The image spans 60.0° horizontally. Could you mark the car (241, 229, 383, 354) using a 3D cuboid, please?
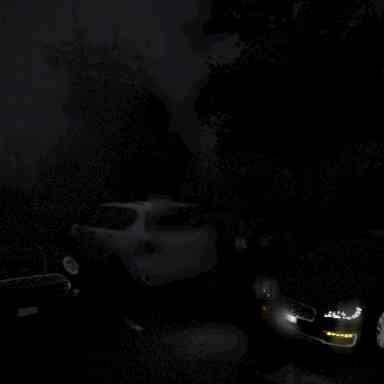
[{"bbox_3d":[3.381,1.539,6.288,4.892,1.490,1.837,-1,2,-37],"label":"car"}]

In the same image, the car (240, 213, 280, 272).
[{"bbox_3d":[0.694,1.395,10.519,2.185,1.767,4.553,0,0,-36],"label":"car"}]

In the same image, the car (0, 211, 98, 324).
[{"bbox_3d":[-3.978,1.360,7.261,2.185,1.767,4.553,0,0,-36],"label":"car"}]

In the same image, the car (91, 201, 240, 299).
[{"bbox_3d":[-1.607,1.252,8.950,2.435,2.045,5.566,0,0,-36],"label":"car"}]
